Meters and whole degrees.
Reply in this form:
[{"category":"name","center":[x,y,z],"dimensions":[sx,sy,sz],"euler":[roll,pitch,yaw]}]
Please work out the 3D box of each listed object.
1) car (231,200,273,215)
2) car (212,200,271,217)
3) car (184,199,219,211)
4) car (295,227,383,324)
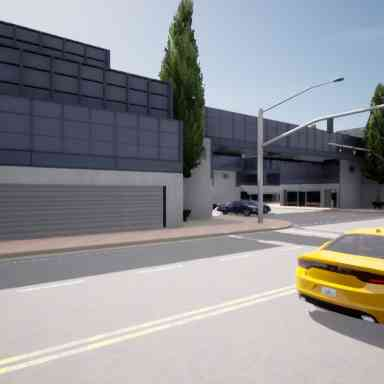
[{"category":"car","center":[6.397,1.564,35.640],"dimensions":[1.994,1.385,4.181],"euler":[0,0,-37]},{"category":"car","center":[4.675,1.547,32.105],"dimensions":[2.033,1.411,5.357],"euler":[0,0,-37]},{"category":"car","center":[1.162,1.601,42.622],"dimensions":[1.895,1.301,4.718],"euler":[0,0,-37]},{"category":"car","center":[4.252,1.478,6.880],"dimensions":[5.008,1.535,1.882],"euler":[0,0,-36]}]
